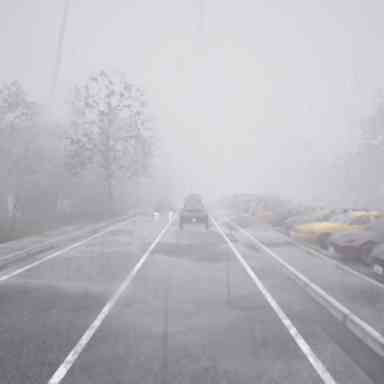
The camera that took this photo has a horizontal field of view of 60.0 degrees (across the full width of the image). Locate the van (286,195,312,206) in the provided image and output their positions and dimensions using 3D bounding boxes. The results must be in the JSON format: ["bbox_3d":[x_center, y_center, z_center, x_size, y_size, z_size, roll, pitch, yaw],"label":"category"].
[{"bbox_3d":[20.411,1.600,63.441,4.442,1.987,1.878,0,-1,0],"label":"van"}]

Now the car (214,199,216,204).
[{"bbox_3d":[7.245,1.862,63.690,4.792,1.488,2.163,0,-1,0],"label":"car"}]

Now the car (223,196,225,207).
[{"bbox_3d":[7.157,1.614,47.035,4.674,1.452,2.002,0,-1,0],"label":"car"}]

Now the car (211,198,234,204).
[{"bbox_3d":[7.081,2.094,77.554,5.366,1.575,1.946,0,-1,0],"label":"car"}]

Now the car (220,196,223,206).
[{"bbox_3d":[7.134,1.647,49.812,4.792,1.488,2.163,0,-1,0],"label":"car"}]

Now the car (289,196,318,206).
[{"bbox_3d":[20.253,1.657,60.671,4.553,1.767,2.185,0,-1,0],"label":"car"}]

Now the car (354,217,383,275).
[{"bbox_3d":[6.982,1.507,8.190,4.792,1.488,2.163,0,0,0],"label":"car"}]

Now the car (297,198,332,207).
[{"bbox_3d":[20.259,1.697,55.128,5.008,1.535,2.097,0,-1,0],"label":"car"}]

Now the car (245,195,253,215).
[{"bbox_3d":[7.051,1.341,27.623,4.553,1.767,2.185,0,0,0],"label":"car"}]

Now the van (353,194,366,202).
[{"bbox_3d":[20.309,1.233,35.759,4.442,1.987,1.878,0,0,0],"label":"van"}]

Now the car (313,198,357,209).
[{"bbox_3d":[20.048,1.565,46.818,5.366,1.575,1.946,0,-1,0],"label":"car"}]

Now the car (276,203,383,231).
[{"bbox_3d":[7.048,1.474,16.518,4.892,1.521,2.231,0,0,0],"label":"car"}]

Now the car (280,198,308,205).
[{"bbox_3d":[20.298,1.870,66.209,4.892,1.521,2.231,0,-1,0],"label":"car"}]

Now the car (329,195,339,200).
[{"bbox_3d":[20.218,1.482,41.280,5.008,1.535,2.097,0,-1,0],"label":"car"}]

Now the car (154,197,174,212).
[{"bbox_3d":[-3.276,1.393,39.275,2.097,1.767,4.553,0,-1,0],"label":"car"}]

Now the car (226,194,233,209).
[{"bbox_3d":[7.152,1.209,38.728,5.566,2.045,2.435,0,0,0],"label":"car"}]

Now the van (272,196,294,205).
[{"bbox_3d":[20.453,1.798,74.639,4.442,1.987,1.878,0,-1,0],"label":"van"}]

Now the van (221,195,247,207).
[{"bbox_3d":[7.312,1.520,58.142,4.442,1.987,1.878,0,-1,0],"label":"van"}]

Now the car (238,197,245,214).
[{"bbox_3d":[7.087,1.465,30.399,5.008,1.535,2.097,0,0,0],"label":"car"}]

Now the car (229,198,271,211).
[{"bbox_3d":[7.163,1.517,41.477,4.792,1.488,2.163,0,0,0],"label":"car"}]

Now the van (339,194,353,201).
[{"bbox_3d":[20.086,1.231,38.663,4.442,1.987,1.878,0,0,0],"label":"van"}]

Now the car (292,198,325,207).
[{"bbox_3d":[20.269,1.742,58.024,5.008,1.535,2.097,0,-1,0],"label":"car"}]

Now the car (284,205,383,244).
[{"bbox_3d":[6.846,1.471,13.743,5.366,1.575,1.946,0,0,0],"label":"car"}]

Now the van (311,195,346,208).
[{"bbox_3d":[20.360,1.385,49.592,4.442,1.987,1.878,0,-1,0],"label":"van"}]

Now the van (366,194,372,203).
[{"bbox_3d":[20.299,1.234,33.114,4.442,1.987,1.878,0,0,0],"label":"van"}]

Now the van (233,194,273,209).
[{"bbox_3d":[6.996,1.236,35.952,4.442,1.987,1.878,0,0,0],"label":"van"}]

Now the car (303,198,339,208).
[{"bbox_3d":[20.248,1.655,52.358,4.892,1.521,2.231,0,-1,0],"label":"car"}]

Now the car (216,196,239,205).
[{"bbox_3d":[7.267,1.795,69.240,4.553,1.767,2.185,0,-1,0],"label":"car"}]

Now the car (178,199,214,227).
[{"bbox_3d":[0.128,1.463,22.210,2.128,1.511,4.902,0,0,0],"label":"car"}]

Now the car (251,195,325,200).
[{"bbox_3d":[7.041,1.342,24.847,4.553,1.767,2.185,0,0,0],"label":"car"}]

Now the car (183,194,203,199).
[{"bbox_3d":[0.167,1.267,39.978,2.150,2.045,5.566,0,0,0],"label":"car"}]

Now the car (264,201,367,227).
[{"bbox_3d":[7.046,1.472,19.295,4.892,1.521,2.231,0,0,0],"label":"car"}]

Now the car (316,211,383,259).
[{"bbox_3d":[6.992,1.506,10.966,4.792,1.488,2.163,0,0,0],"label":"car"}]

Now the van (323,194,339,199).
[{"bbox_3d":[20.106,1.299,44.054,4.442,1.987,1.878,0,-1,0],"label":"van"}]

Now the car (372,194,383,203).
[{"bbox_3d":[20.144,1.210,30.344,5.566,2.045,2.435,0,0,0],"label":"car"}]

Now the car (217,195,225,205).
[{"bbox_3d":[7.190,1.703,55.363,5.008,1.535,2.097,0,-1,0],"label":"car"}]

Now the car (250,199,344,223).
[{"bbox_3d":[6.877,1.467,22.071,5.366,1.575,1.946,0,0,0],"label":"car"}]

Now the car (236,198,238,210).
[{"bbox_3d":[7.106,1.503,33.175,4.674,1.452,2.002,0,0,0],"label":"car"}]

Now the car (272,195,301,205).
[{"bbox_3d":[20.353,1.711,71.748,5.566,2.045,2.435,0,-1,0],"label":"car"}]
